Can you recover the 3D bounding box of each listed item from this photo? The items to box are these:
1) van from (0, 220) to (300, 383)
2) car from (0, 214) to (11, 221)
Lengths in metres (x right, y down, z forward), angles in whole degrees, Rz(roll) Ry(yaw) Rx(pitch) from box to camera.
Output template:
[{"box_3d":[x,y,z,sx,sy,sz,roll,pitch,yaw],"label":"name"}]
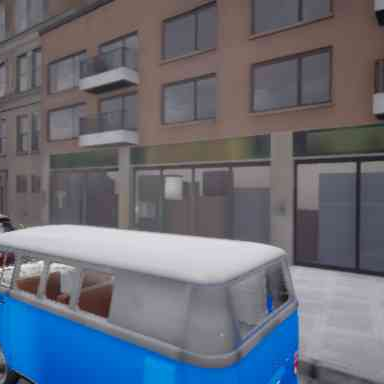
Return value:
[{"box_3d":[-0.875,1.339,3.692,3.998,1.788,1.690,0,1,36],"label":"van"},{"box_3d":[-5.421,1.311,6.935,5.009,1.841,2.192,0,1,36],"label":"car"}]
